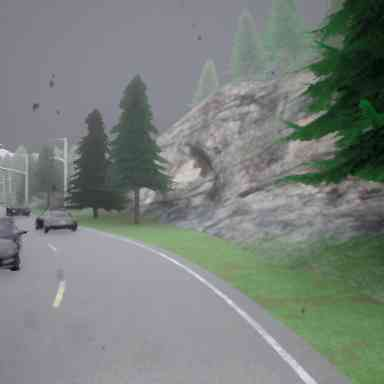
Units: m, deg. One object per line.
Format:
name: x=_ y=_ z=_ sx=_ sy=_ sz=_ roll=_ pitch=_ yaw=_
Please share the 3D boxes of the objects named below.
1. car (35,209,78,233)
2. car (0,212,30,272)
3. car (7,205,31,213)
car: x=-8.855 y=1.803 z=21.609 sx=1.994 sy=1.385 sz=4.181 roll=0 pitch=-1 yaw=-33
car: x=-6.615 y=1.626 z=10.945 sx=2.128 sy=1.511 sz=4.902 roll=0 pitch=-1 yaw=-26
car: x=-19.063 y=2.026 z=36.440 sx=1.895 sy=1.301 sz=4.718 roll=0 pitch=-1 yaw=-35
